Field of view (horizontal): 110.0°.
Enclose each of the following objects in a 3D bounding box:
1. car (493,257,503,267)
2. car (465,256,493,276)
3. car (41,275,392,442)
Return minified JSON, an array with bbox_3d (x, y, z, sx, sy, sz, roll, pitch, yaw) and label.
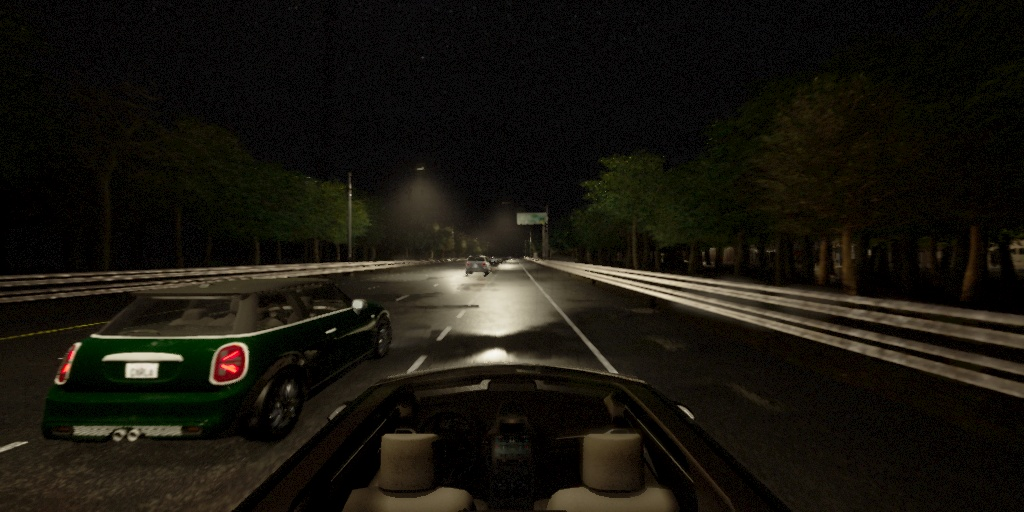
[{"bbox_3d":[-3.292,1.239,64.849,2.128,1.511,4.902,0,0,0],"label":"car"},{"bbox_3d":[-3.438,0.979,36.817,2.150,2.045,5.566,0,0,0],"label":"car"},{"bbox_3d":[-3.501,1.102,5.518,2.097,1.767,4.553,0,0,0],"label":"car"}]
